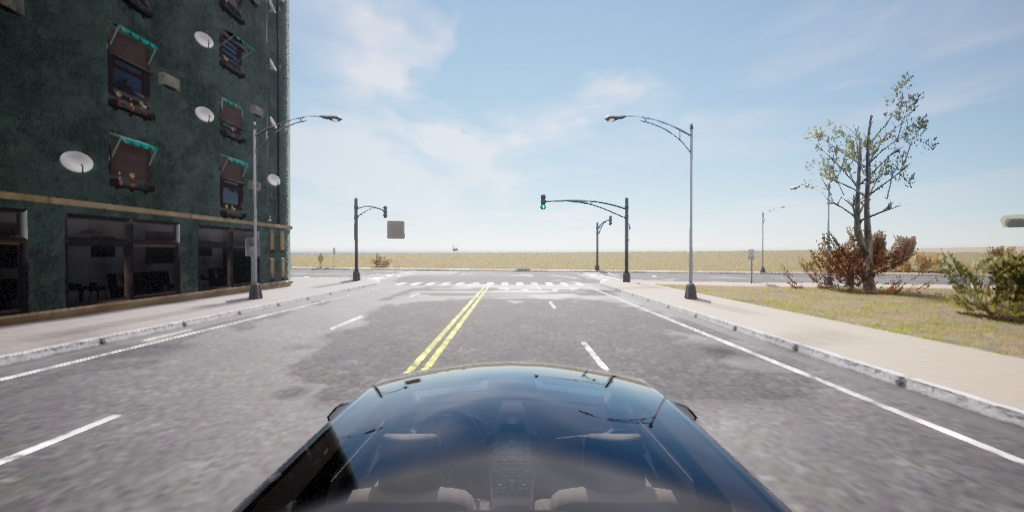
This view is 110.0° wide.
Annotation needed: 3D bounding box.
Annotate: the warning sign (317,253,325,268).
[{"bbox_3d":[-23.468,0.561,43.935,1.060,1.860,1.300,0,0,1],"label":"warning sign"}]
